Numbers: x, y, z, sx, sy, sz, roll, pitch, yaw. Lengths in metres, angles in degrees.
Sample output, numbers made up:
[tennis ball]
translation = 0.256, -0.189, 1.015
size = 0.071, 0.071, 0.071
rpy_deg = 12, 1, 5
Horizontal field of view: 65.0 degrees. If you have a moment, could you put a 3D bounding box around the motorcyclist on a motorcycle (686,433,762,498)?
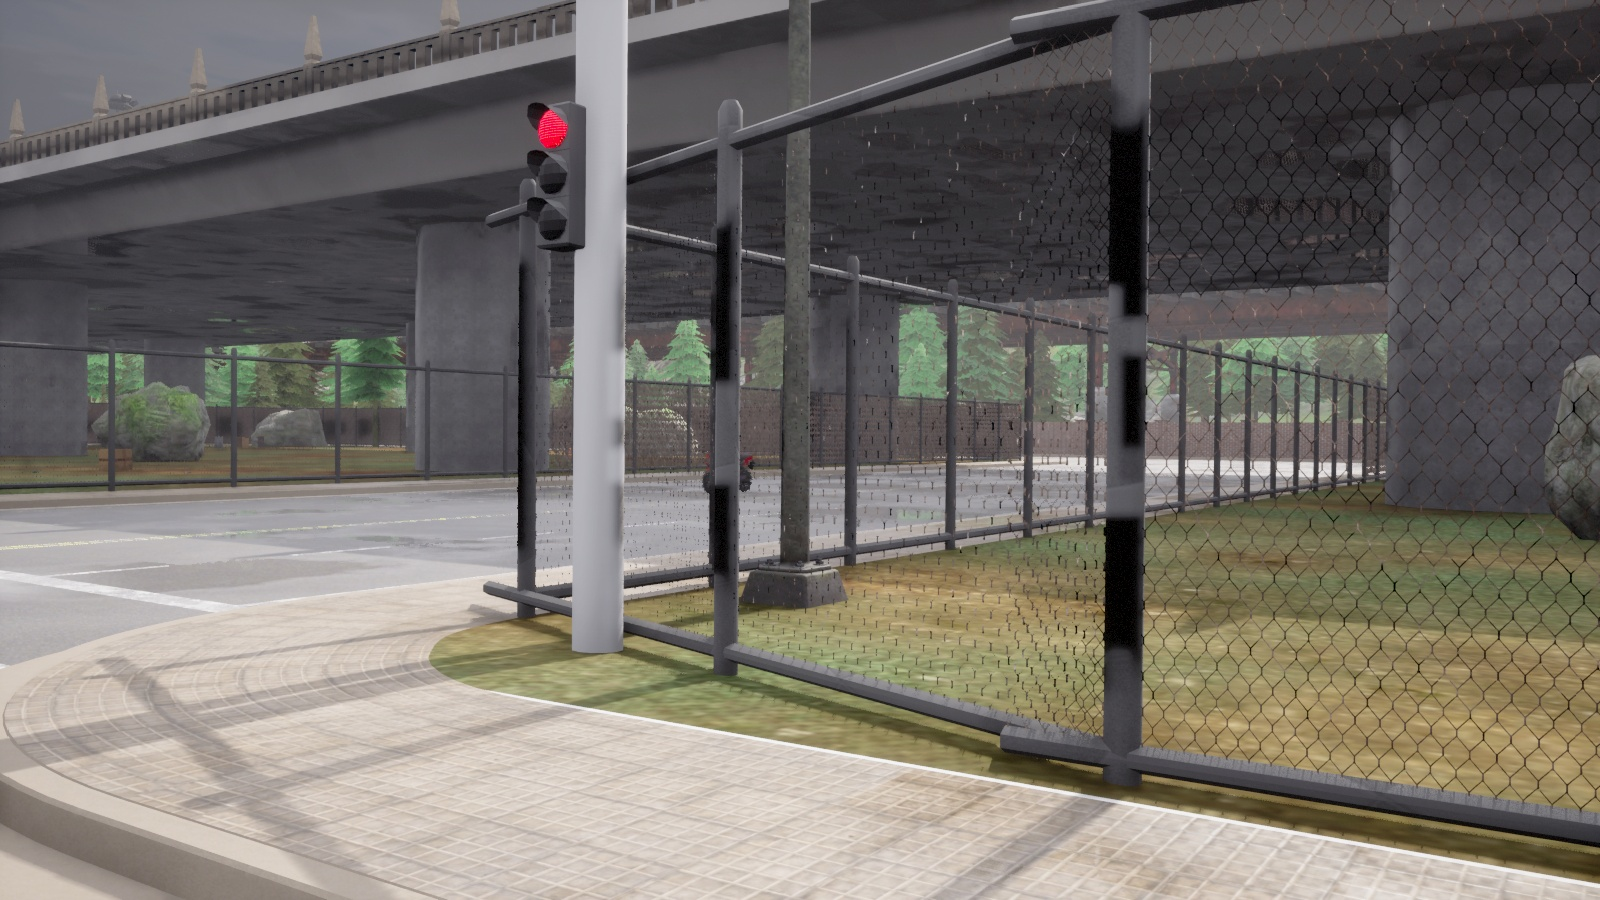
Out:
[motorcyclist on a motorcycle]
translation = -1.853, 0.361, 31.126
size = 0.797, 1.523, 2.044
rpy_deg = 0, 1, 33
